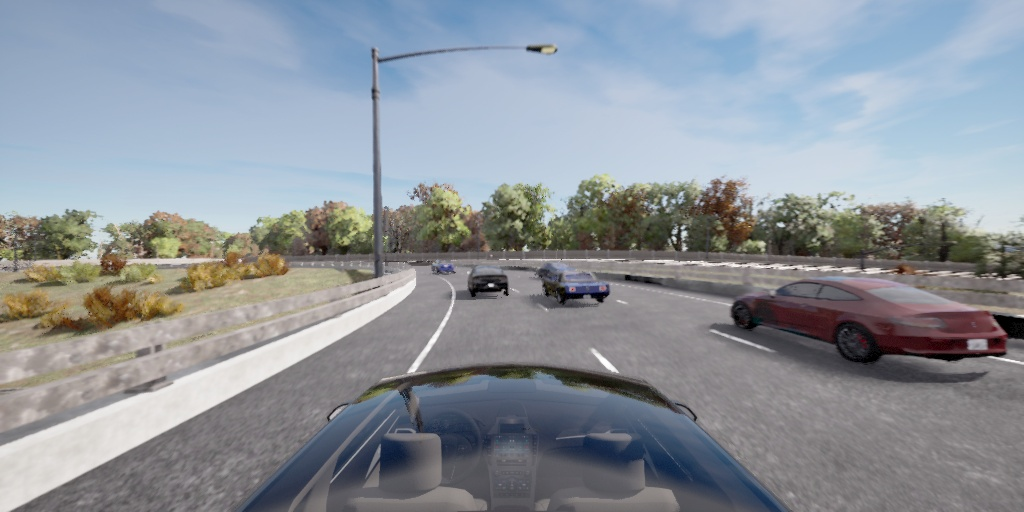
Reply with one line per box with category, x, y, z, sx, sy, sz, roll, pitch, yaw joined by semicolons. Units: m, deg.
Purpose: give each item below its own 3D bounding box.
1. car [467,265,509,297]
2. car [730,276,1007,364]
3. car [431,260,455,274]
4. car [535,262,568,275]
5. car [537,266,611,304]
car;-1.374;1.245;19.400;1.882;1.535;5.008;-1;0;-9
car;6.822;1.152;7.648;1.812;1.442;4.674;-1;0;-3
car;-8.493;1.235;43.806;2.097;1.767;4.553;-1;0;-23
car;3.526;1.224;30.163;2.033;1.411;5.357;-1;0;-14
car;2.636;1.298;15.987;1.895;1.301;4.718;-1;0;-7
